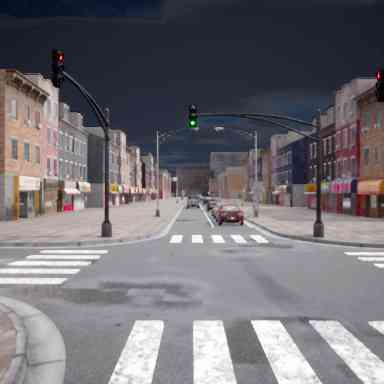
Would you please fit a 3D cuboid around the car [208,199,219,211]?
[{"bbox_3d":[2.682,1.581,29.936,1.752,1.417,4.829,0,0,0],"label":"car"}]

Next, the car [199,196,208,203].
[{"bbox_3d":[2.754,1.719,80.883,1.967,1.590,4.097,0,0,0],"label":"car"}]

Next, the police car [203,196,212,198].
[{"bbox_3d":[3.099,1.610,62.367,1.930,1.638,5.238,0,0,0],"label":"police car"}]

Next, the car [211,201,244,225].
[{"bbox_3d":[2.674,1.586,24.087,1.887,1.381,4.507,0,0,0],"label":"car"}]

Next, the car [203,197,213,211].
[{"bbox_3d":[2.698,1.658,41.125,1.947,1.339,4.313,0,0,0],"label":"car"}]

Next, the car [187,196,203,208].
[{"bbox_3d":[0.172,1.675,50.116,2.033,1.411,5.357,0,0,0],"label":"car"}]

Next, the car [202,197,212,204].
[{"bbox_3d":[3.124,1.746,69.256,1.812,1.442,4.674,0,0,0],"label":"car"}]

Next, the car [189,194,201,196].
[{"bbox_3d":[0.194,1.430,66.906,2.150,2.045,5.566,0,0,0],"label":"car"}]
